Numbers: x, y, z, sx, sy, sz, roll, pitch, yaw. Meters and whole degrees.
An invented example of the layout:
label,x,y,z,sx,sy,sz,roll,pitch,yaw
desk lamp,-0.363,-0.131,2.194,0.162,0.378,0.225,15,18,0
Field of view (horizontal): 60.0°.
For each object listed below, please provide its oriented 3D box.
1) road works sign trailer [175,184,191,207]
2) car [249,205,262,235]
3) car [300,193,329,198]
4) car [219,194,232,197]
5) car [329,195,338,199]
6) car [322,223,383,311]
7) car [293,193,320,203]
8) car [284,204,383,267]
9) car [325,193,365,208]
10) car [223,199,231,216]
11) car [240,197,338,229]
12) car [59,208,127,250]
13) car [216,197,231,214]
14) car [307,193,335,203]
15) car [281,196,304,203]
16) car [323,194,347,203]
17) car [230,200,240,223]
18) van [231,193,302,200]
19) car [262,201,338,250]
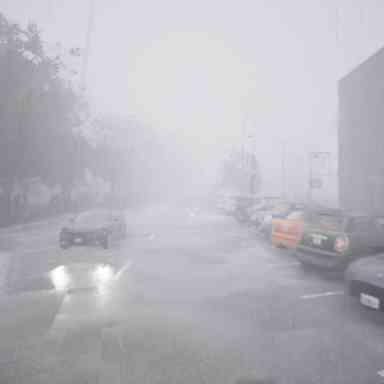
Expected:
label,x,y,z,sx,sy,sz,roll,pitch,yaw
road works sign trailer,-1.060,0.483,52.341,2.880,3.560,2.380,0,0,-41
car,5.372,1.521,15.593,4.674,1.452,2.002,1,0,-20
car,18.338,1.262,52.641,2.435,2.045,5.566,0,1,-21
car,5.381,1.242,36.641,5.566,2.045,2.435,1,0,-20
car,21.253,1.543,52.758,2.163,1.488,4.792,-1,1,-22
car,5.328,1.510,6.569,4.792,1.488,2.163,1,0,-20
car,23.949,1.280,69.787,2.435,2.045,5.566,0,-1,-21
car,5.329,1.354,9.583,4.553,1.767,2.185,1,0,-20
car,24.219,1.264,52.840,2.435,2.045,5.566,-1,1,-21
car,5.380,1.527,27.607,4.674,1.452,2.002,1,0,-20
car,5.408,1.357,18.601,4.553,1.767,2.185,1,0,-20
car,-4.115,1.472,14.542,1.882,1.535,5.008,0,0,0
car,5.196,1.484,30.548,5.366,1.575,1.946,1,0,-20
car,27.010,1.281,69.826,2.435,2.045,5.566,1,-1,-22
car,20.926,1.559,69.703,2.163,1.488,4.792,0,-1,-21
car,30.005,1.409,69.956,2.185,1.767,4.553,1,-1,-22
car,5.369,1.484,21.604,5.008,1.535,2.097,1,0,-20
van,5.488,1.261,24.650,4.442,1.987,1.878,1,0,-20
car,5.335,1.354,12.584,4.553,1.767,2.185,1,0,-20
